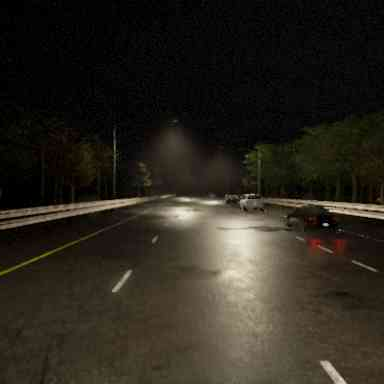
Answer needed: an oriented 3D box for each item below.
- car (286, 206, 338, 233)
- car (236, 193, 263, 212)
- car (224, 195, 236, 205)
[{"bbox_3d":[6.991,1.546,19.686,1.812,1.442,4.674,0,0,0],"label":"car"},{"bbox_3d":[7.019,1.279,39.685,2.150,2.045,5.566,0,0,0],"label":"car"},{"bbox_3d":[7.094,1.417,61.350,2.097,1.767,4.553,0,0,0],"label":"car"}]
